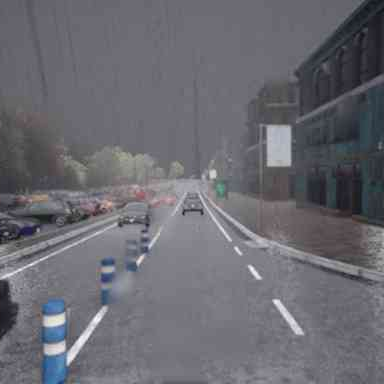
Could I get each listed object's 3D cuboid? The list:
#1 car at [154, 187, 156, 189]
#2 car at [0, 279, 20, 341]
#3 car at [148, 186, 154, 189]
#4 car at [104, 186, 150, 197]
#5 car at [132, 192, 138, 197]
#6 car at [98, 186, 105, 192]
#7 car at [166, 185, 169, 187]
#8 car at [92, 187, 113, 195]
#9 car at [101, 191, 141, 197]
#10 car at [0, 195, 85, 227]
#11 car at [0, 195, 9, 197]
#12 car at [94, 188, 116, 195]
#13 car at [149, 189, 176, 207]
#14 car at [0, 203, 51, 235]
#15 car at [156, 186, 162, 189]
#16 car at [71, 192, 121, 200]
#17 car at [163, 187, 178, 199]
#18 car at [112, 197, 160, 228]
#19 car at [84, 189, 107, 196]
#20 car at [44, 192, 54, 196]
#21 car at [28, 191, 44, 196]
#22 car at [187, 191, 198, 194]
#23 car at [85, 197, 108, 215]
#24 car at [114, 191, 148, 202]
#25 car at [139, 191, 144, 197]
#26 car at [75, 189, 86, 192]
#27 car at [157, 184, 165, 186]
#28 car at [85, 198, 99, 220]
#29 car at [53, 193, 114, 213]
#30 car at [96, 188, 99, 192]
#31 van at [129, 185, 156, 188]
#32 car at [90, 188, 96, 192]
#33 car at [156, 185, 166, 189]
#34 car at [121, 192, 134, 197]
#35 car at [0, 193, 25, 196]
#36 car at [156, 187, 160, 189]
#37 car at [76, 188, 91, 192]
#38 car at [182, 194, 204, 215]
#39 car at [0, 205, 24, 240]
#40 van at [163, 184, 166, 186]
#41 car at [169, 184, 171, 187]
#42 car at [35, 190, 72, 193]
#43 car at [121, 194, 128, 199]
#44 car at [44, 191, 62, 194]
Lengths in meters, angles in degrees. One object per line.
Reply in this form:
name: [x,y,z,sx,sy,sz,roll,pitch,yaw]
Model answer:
car: [-9.562,0.451,60.856,4.892,1.521,2.231,-1,2,1]
car: [-3.365,1.554,2.363,2.033,1.411,5.357,-1,1,0]
car: [-9.551,0.424,57.945,4.553,1.767,2.185,-1,2,1]
car: [-9.680,0.583,49.722,5.566,2.045,2.435,-1,2,1]
car: [-9.711,1.104,41.379,5.008,1.535,2.097,-1,2,1]
car: [-22.518,0.047,72.063,5.566,2.045,2.435,-1,2,1]
car: [-9.329,-0.496,88.673,4.674,1.452,2.002,-1,2,1]
car: [-22.421,-0.224,83.198,4.553,1.767,2.185,-1,2,1]
car: [-9.663,1.050,44.165,4.792,1.488,2.163,-1,2,1]
car: [-9.854,1.330,21.872,4.553,1.767,2.185,-1,0,1]
car: [-22.847,1.488,35.748,5.008,1.535,2.097,-1,1,1]
car: [-22.432,-0.198,85.986,5.008,1.535,2.097,-1,2,1]
car: [-3.375,0.853,39.119,2.097,1.767,4.553,-1,1,0]
car: [-9.902,1.509,16.291,4.792,1.488,2.163,-1,0,1]
car: [-9.482,0.158,69.200,5.008,1.535,2.097,-1,2,1]
car: [-9.820,1.182,33.013,4.553,1.767,2.185,-1,1,1]
car: [-3.272,0.330,55.833,2.033,1.411,5.357,-1,2,0]
car: [-3.375,1.323,20.907,1.837,1.490,4.892,-1,1,0]
car: [-22.498,0.141,77.639,4.674,1.452,2.002,-1,2,1]
car: [-22.744,1.172,46.899,5.008,1.535,2.097,-1,2,1]
car: [-22.805,1.138,44.112,4.553,1.767,2.185,-1,2,1]
car: [0.072,0.650,48.848,2.128,1.511,4.902,-1,2,0]
car: [-9.863,1.429,27.449,4.792,1.488,2.163,-1,1,1]
car: [-9.619,0.737,52.511,5.008,1.535,2.097,-1,2,1]
car: [-9.667,0.970,46.950,4.674,1.452,2.002,-1,2,1]
car: [-22.635,0.727,60.940,4.674,1.452,2.002,-1,2,1]
car: [-9.390,-0.263,77.541,4.553,1.767,2.185,-1,2,1]
car: [-9.829,1.461,24.661,4.792,1.488,2.163,-1,1,1]
car: [-9.844,1.233,30.234,4.553,1.767,2.185,-1,1,1]
car: [-22.592,0.426,69.287,4.792,1.488,2.163,-1,2,1]
van: [-9.654,0.129,63.631,4.442,1.987,1.878,-1,2,1]
car: [-22.594,0.494,66.505,4.892,1.521,2.231,-1,2,0]
car: [-9.256,-0.044,74.762,5.366,1.575,1.946,-1,2,1]
car: [-9.734,1.180,38.590,5.008,1.535,2.097,-1,1,0]
car: [-22.851,1.171,38.530,5.566,2.045,2.435,-1,1,1]
car: [-9.515,0.256,66.419,5.008,1.535,2.097,-1,2,1]
car: [-22.616,0.590,63.722,5.008,1.535,2.097,-1,2,1]
car: [0.068,1.182,29.680,2.033,1.411,5.357,-1,1,0]
car: [-9.950,1.475,13.513,4.892,1.521,2.231,-1,0,1]
van: [-9.283,-0.461,80.255,4.442,1.987,1.878,-1,2,0]
car: [-9.288,-0.738,94.235,4.892,1.521,2.231,-1,2,1]
car: [-22.678,0.724,52.580,5.566,2.045,2.435,-1,2,1]
car: [-9.765,1.288,35.803,4.674,1.452,2.002,-1,1,1]
car: [-22.910,1.072,49.807,5.366,1.575,1.946,-1,2,1]
